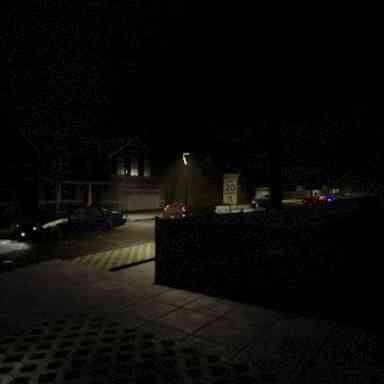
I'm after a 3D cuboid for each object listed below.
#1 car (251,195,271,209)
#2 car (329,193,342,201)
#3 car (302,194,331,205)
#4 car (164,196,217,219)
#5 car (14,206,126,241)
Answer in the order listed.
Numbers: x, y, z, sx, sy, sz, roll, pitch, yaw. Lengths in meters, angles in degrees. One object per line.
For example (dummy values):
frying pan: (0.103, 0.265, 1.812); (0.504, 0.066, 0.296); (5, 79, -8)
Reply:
car: (8.066, 1.081, 35.911); (2.128, 1.511, 4.902); (1, 1, 36)
car: (20.822, 0.911, 49.041); (1.812, 1.442, 4.674); (1, 2, 35)
car: (15.203, 1.134, 41.010); (1.895, 1.301, 4.718); (1, 2, 36)
car: (-0.051, 1.108, 24.466); (2.097, 1.767, 4.553); (1, 1, 35)
car: (-5.722, 1.405, 16.457); (2.033, 1.411, 5.357); (1, 1, 35)
